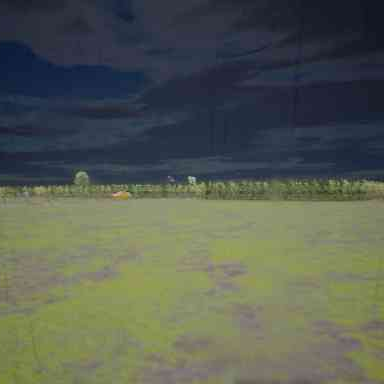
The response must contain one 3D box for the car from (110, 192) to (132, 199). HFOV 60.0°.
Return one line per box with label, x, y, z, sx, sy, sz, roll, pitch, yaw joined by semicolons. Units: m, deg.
car;-15.087;0.684;70.873;1.882;1.535;5.008;0;0;37
